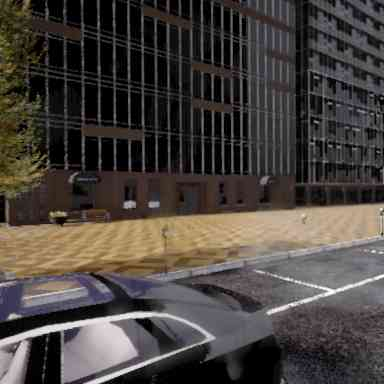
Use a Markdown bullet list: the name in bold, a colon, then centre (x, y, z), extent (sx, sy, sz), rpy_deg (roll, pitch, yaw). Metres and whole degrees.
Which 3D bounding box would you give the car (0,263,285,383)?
- **car**: centre (-1.442, 1.491, 2.351), extent (4.902, 1.511, 2.128), rpy_deg (0, 0, -36)
